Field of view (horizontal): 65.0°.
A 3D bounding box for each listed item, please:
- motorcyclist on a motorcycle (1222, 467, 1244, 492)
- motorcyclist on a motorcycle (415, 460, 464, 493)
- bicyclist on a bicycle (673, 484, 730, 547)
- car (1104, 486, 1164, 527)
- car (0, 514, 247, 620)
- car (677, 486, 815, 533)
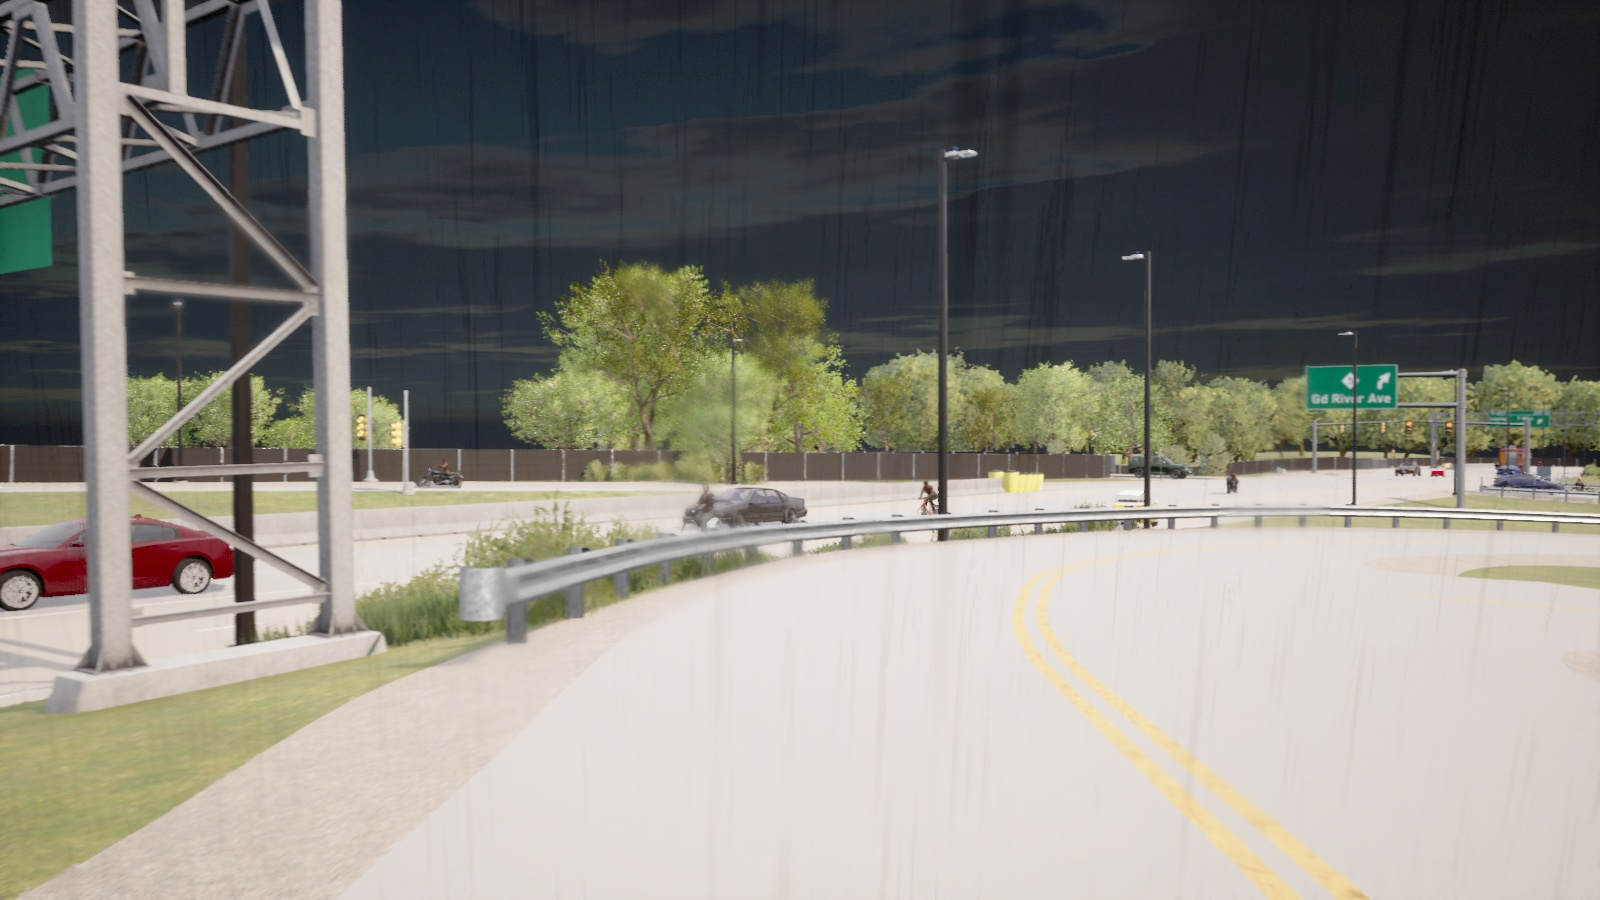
[{"bbox_3d":[27.423,1.829,79.508,0.797,1.523,2.044,0,0,36],"label":"motorcyclist on a motorcycle"},{"bbox_3d":[-18.750,1.370,65.378,2.350,1.649,0.766,0,1,-27],"label":"motorcyclist on a motorcycle"},{"bbox_3d":[-2.928,1.929,37.431,0.659,1.776,1.843,0,0,36],"label":"bicyclist on a bicycle"},{"bbox_3d":[12.473,2.076,46.817,1.481,1.376,2.207,0,1,36],"label":"car"},{"bbox_3d":[-13.128,2.091,23.290,1.882,1.535,5.008,0,0,36],"label":"car"},{"bbox_3d":[-1.838,2.069,44.925,2.033,1.411,5.357,0,0,36],"label":"car"}]
